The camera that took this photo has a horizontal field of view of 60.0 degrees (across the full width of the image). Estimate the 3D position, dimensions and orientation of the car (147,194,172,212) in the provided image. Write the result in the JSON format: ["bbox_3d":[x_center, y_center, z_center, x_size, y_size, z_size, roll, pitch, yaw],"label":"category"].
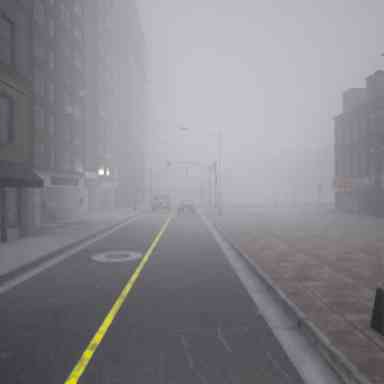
[{"bbox_3d":[-3.450,1.258,38.210,2.150,2.045,5.566,0,0,-1],"label":"car"}]

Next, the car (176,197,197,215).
[{"bbox_3d":[-0.545,1.500,32.979,1.812,1.442,4.674,0,0,0],"label":"car"}]

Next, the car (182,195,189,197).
[{"bbox_3d":[-1.581,1.308,85.104,1.812,1.442,4.674,0,0,-1],"label":"car"}]
